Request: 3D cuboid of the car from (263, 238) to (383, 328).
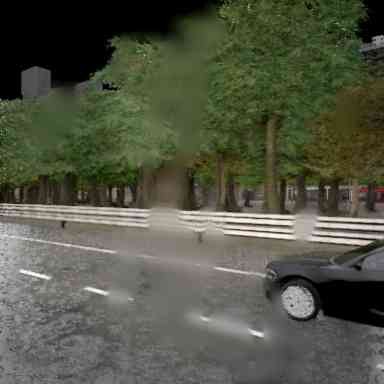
[{"bbox_3d":[3.672,1.479,5.550,5.008,1.535,1.882,0,0,35],"label":"car"}]
